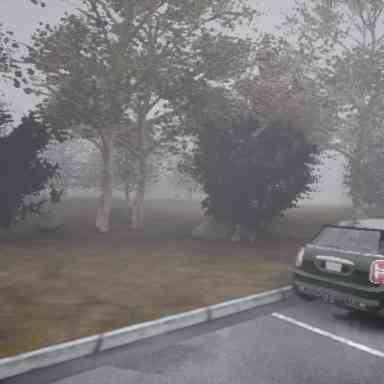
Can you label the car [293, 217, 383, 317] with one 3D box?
[{"bbox_3d":[4.319,1.363,7.140,4.553,1.767,2.185,0,0,-33],"label":"car"}]
